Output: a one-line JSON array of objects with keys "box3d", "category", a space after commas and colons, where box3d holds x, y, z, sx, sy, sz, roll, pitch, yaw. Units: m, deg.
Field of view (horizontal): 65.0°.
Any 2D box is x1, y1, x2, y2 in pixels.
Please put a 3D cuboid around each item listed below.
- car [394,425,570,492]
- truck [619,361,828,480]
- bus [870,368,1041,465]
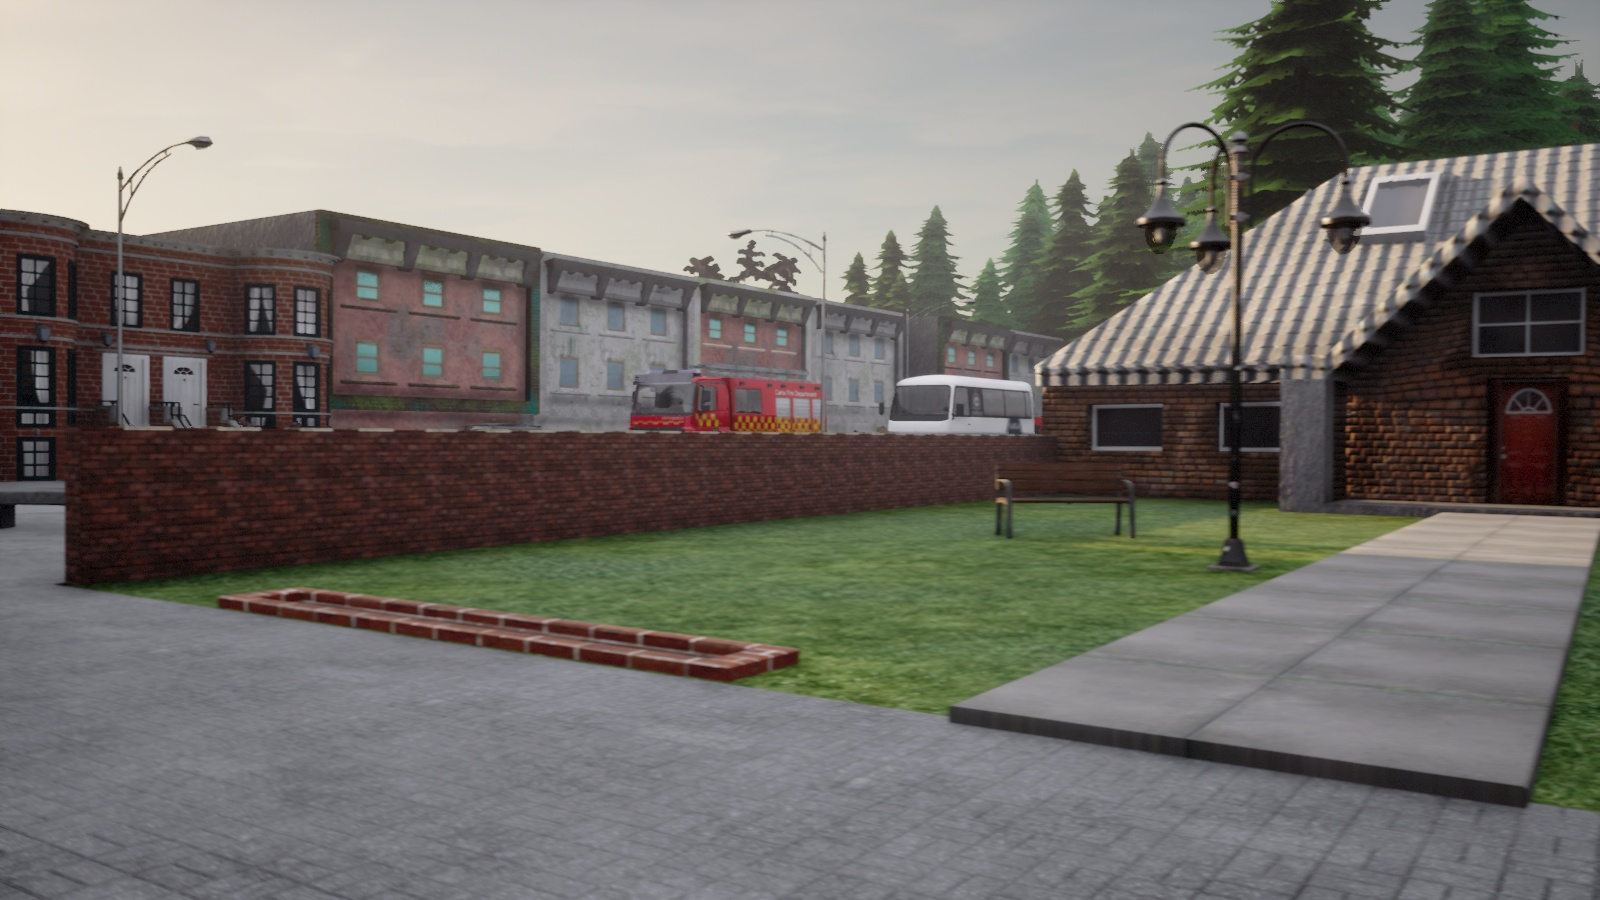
[{"box3d": [-8.866, 0.187, 35.375, 2.097, 1.767, 4.553, 0, 1, 34], "category": "car"}, {"box3d": [-2.515, -1.023, 44.899, 2.891, 3.827, 8.468, 0, 1, 34], "category": "truck"}, {"box3d": [7.687, -1.536, 60.191, 3.944, 4.253, 10.273, 0, 1, 33], "category": "bus"}]
